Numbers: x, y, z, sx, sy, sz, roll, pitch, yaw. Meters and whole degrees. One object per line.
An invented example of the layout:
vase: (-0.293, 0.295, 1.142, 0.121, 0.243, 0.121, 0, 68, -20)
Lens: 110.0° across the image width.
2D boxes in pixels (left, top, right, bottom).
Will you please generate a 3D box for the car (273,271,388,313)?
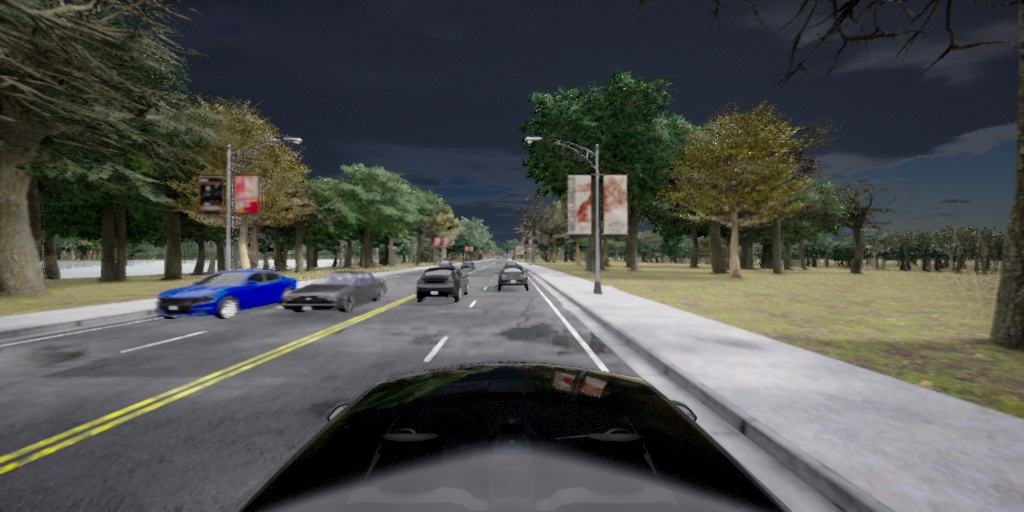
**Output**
car: (-6.608, 1.305, 14.223, 2.033, 1.411, 5.357, 0, 0, 0)

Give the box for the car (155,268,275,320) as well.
car: (-9.858, 1.234, 12.929, 1.882, 1.535, 5.008, 0, 0, 0)

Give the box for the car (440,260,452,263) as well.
car: (-10.038, 1.378, 54.364, 1.812, 1.442, 4.674, 0, 0, 0)

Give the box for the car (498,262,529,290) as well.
car: (0.068, 1.295, 22.726, 1.812, 1.442, 4.674, 0, 0, 0)

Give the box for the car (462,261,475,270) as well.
car: (-6.801, 1.421, 55.647, 1.994, 1.385, 4.181, 0, 0, 0)

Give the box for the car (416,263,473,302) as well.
car: (-3.164, 1.265, 17.010, 1.837, 1.490, 4.892, 0, 0, 0)
